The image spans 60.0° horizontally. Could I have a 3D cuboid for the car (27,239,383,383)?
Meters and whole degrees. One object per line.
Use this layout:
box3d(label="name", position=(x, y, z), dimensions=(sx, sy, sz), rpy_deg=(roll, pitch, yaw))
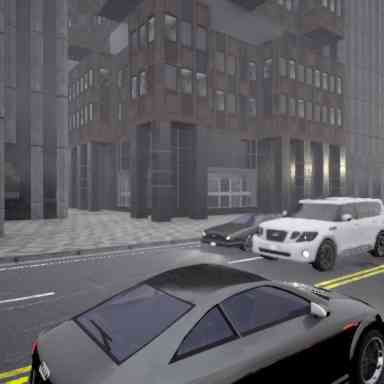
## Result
box3d(label="car", position=(0.451, 1.563, 3.800), dimensions=(4.181, 1.385, 1.994), rpy_deg=(0, 0, -36))

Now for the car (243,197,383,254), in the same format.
box3d(label="car", position=(4.527, 1.218, 11.100), dimensions=(5.566, 2.045, 2.150), rpy_deg=(0, 0, -36))

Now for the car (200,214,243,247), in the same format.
box3d(label="car", position=(2.928, 1.544, 13.958), dimensions=(5.357, 1.411, 2.033), rpy_deg=(0, 0, -36))
